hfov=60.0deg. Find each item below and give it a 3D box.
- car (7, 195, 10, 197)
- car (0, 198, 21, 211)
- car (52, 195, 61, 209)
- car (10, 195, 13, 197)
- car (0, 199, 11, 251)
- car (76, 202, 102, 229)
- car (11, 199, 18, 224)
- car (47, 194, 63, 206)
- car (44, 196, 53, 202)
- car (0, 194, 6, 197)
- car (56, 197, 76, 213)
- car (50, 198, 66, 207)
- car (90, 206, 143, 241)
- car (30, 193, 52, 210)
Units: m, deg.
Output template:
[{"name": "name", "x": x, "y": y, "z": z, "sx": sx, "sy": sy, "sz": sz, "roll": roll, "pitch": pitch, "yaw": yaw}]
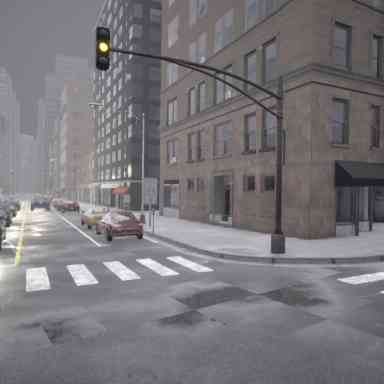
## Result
[{"name": "car", "x": -33.346, "y": 1.414, "z": 57.740, "sx": 1.967, "sy": 1.590, "sz": 4.097, "roll": 0, "pitch": 0, "yaw": -26}, {"name": "car", "x": -17.043, "y": 1.515, "z": 30.438, "sx": 2.033, "sy": 1.411, "sz": 5.357, "roll": 1, "pitch": 0, "yaw": -26}, {"name": "car", "x": -15.899, "y": 1.462, "z": 41.524, "sx": 1.967, "sy": 1.590, "sz": 4.097, "roll": 0, "pitch": 0, "yaw": -26}, {"name": "car", "x": -38.246, "y": 1.421, "z": 67.734, "sx": 1.967, "sy": 1.590, "sz": 4.097, "roll": 0, "pitch": 0, "yaw": -26}, {"name": "car", "x": -8.711, "y": 1.313, "z": 13.365, "sx": 2.097, "sy": 1.767, "sz": 4.553, "roll": 1, "pitch": 0, "yaw": -26}, {"name": "car", "x": -6.176, "y": 1.536, "z": 21.697, "sx": 1.752, "sy": 1.417, "sz": 4.829, "roll": 0, "pitch": 0, "yaw": -26}, {"name": "car", "x": -12.728, "y": 1.454, "z": 21.566, "sx": 2.128, "sy": 1.511, "sz": 4.902, "roll": 1, "pitch": 0, "yaw": -26}, {"name": "car", "x": -23.248, "y": 1.354, "z": 56.510, "sx": 2.192, "sy": 1.841, "sz": 5.009, "roll": 0, "pitch": 0, "yaw": -26}, {"name": "car", "x": -33.121, "y": 1.577, "z": 76.646, "sx": 1.752, "sy": 1.417, "sz": 4.829, "roll": 0, "pitch": 0, "yaw": -26}, {"name": "car", "x": -28.446, "y": 1.279, "z": 47.746, "sx": 2.192, "sy": 1.841, "sz": 5.009, "roll": 0, "pitch": 0, "yaw": -26}, {"name": "car", "x": -13.449, "y": 1.562, "z": 36.529, "sx": 1.887, "sy": 1.381, "sz": 4.507, "roll": 0, "pitch": 0, "yaw": -26}, {"name": "car", "x": -20.798, "y": 1.584, "z": 51.515, "sx": 2.008, "sy": 1.369, "sz": 4.403, "roll": 0, "pitch": 0, "yaw": -26}, {"name": "car", "x": -3.652, "y": 1.592, "z": 16.549, "sx": 1.802, "sy": 1.307, "sz": 4.206, "roll": 0, "pitch": 0, "yaw": -26}, {"name": "car", "x": -19.377, "y": 1.354, "z": 42.381, "sx": 2.097, "sy": 1.767, "sz": 4.553, "roll": 1, "pitch": 0, "yaw": -26}]
